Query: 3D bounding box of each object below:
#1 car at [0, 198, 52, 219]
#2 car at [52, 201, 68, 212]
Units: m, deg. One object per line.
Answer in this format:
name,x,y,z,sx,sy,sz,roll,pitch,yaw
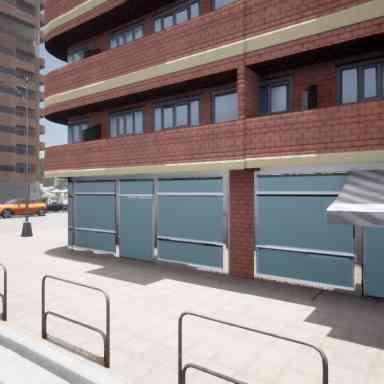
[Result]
car,-15.480,1.352,29.729,2.097,1.767,4.553,0,0,36
car,-15.369,1.601,35.814,1.895,1.301,4.718,0,0,36
